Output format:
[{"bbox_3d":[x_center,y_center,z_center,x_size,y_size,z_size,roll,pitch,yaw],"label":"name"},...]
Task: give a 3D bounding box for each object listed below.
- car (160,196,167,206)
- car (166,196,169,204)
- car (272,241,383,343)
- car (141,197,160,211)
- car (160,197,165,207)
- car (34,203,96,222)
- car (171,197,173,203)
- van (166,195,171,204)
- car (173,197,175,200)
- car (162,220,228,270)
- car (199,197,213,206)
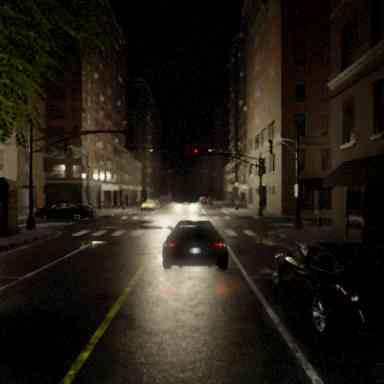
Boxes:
[{"bbox_3d":[-5.702,1.823,55.381,1.887,1.381,4.507,0,0,0],"label":"car"},{"bbox_3d":[-5.706,1.853,60.832,1.887,1.381,4.507,0,0,0],"label":"car"},{"bbox_3d":[2.853,1.600,6.497,1.947,1.339,4.313,0,0,0],"label":"car"},{"bbox_3d":[-5.695,1.745,44.310,1.752,1.417,4.829,0,0,0],"label":"car"},{"bbox_3d":[-5.699,1.799,49.930,2.008,1.369,4.403,0,0,0],"label":"car"},{"bbox_3d":[-10.255,1.615,26.823,4.902,1.511,2.128,0,-1,6],"label":"car"},{"bbox_3d":[-5.712,1.921,71.733,2.008,1.369,4.403,0,0,0],"label":"car"},{"bbox_3d":[-5.709,1.680,66.284,1.690,1.788,3.998,0,0,0],"label":"van"},{"bbox_3d":[-5.716,1.718,77.185,2.192,1.841,5.009,0,0,0],"label":"car"},{"bbox_3d":[0.082,1.621,11.250,1.994,1.385,4.181,0,-1,0],"label":"car"},{"bbox_3d":[2.819,1.748,60.874,1.967,1.590,4.097,0,0,0],"label":"car"}]
